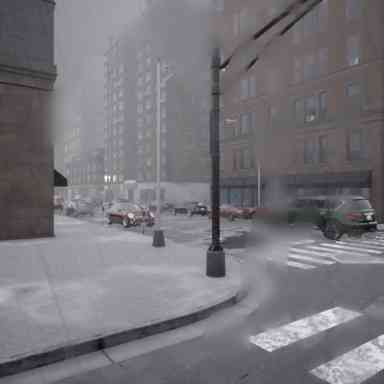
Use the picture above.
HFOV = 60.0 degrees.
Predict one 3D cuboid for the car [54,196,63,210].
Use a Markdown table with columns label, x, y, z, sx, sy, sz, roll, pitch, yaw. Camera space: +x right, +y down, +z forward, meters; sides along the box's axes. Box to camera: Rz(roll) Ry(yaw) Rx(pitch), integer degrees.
| label | x | y | z | sx | sy | sz | roll | pitch | yaw |
| --- | --- | --- | --- | --- | --- | --- | --- | --- | --- |
| car | -16.761 | 1.512 | 39.871 | 1.887 | 1.381 | 4.507 | 0 | 0 | -35 |

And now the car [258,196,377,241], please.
| label | x | y | z | sx | sy | sz | roll | pitch | yaw |
| --- | --- | --- | --- | --- | --- | --- | --- | --- | --- |
| car | 6.352 | 1.220 | 17.014 | 2.150 | 2.045 | 5.566 | 0 | 0 | -35 |

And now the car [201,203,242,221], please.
| label | x | y | z | sx | sy | sz | roll | pitch | yaw |
| --- | --- | --- | --- | --- | --- | --- | --- | --- | --- |
| car | 2.907 | 1.571 | 26.712 | 1.802 | 1.307 | 4.206 | 0 | 0 | -35 |

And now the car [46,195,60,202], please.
| label | x | y | z | sx | sy | sz | roll | pitch | yaw |
| --- | --- | --- | --- | --- | --- | --- | --- | --- | --- |
| car | -32.029 | 1.471 | 76.424 | 2.008 | 1.369 | 4.403 | 0 | 0 | -35 |

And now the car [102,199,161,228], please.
| label | x | y | z | sx | sy | sz | roll | pitch | yaw |
| --- | --- | --- | --- | --- | --- | --- | --- | --- | --- |
| car | -4.054 | 1.430 | 21.789 | 1.967 | 1.590 | 4.097 | 0 | 0 | -35 |

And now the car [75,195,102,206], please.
| label | x | y | z | sx | sy | sz | roll | pitch | yaw |
| --- | --- | --- | --- | --- | --- | --- | --- | --- | --- |
| car | -14.450 | 1.488 | 46.615 | 1.812 | 1.442 | 4.674 | 0 | 0 | -35 |

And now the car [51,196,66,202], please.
| label | x | y | z | sx | sy | sz | roll | pitch | yaw |
| --- | --- | --- | --- | --- | --- | --- | --- | --- | --- |
| car | -28.853 | 1.478 | 71.905 | 2.008 | 1.369 | 4.403 | 0 | 0 | -35 |

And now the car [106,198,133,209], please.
| label | x | y | z | sx | sy | sz | roll | pitch | yaw |
| --- | --- | --- | --- | --- | --- | --- | --- | --- | --- |
| car | -9.797 | 1.532 | 44.789 | 1.947 | 1.339 | 4.313 | 0 | 0 | -35 |

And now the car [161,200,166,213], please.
| label | x | y | z | sx | sy | sz | roll | pitch | yaw |
| --- | --- | --- | --- | --- | --- | --- | --- | --- | --- |
| car | -3.445 | 1.529 | 35.751 | 2.008 | 1.369 | 4.403 | 0 | 0 | -35 |

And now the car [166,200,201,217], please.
| label | x | y | z | sx | sy | sz | roll | pitch | yaw |
| --- | --- | --- | --- | --- | --- | --- | --- | --- | --- |
| car | -0.269 | 1.550 | 31.231 | 1.947 | 1.339 | 4.313 | 0 | 0 | -35 |

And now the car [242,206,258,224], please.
| label | x | y | z | sx | sy | sz | roll | pitch | yaw |
| --- | --- | --- | --- | --- | --- | --- | --- | --- | --- |
| car | 6.084 | 1.309 | 22.193 | 2.192 | 1.841 | 5.009 | 0 | 0 | -35 |

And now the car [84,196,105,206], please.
| label | x | y | z | sx | sy | sz | roll | pitch | yaw |
| --- | --- | --- | --- | --- | --- | --- | --- | --- | --- |
| car | -15.899 | 1.457 | 53.972 | 1.837 | 1.490 | 4.892 | 0 | 0 | -35 |

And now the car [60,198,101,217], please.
| label | x | y | z | sx | sy | sz | roll | pitch | yaw |
| --- | --- | --- | --- | --- | --- | --- | --- | --- | --- |
| car | -10.407 | 1.530 | 30.830 | 2.008 | 1.369 | 4.403 | 0 | 0 | -35 |
